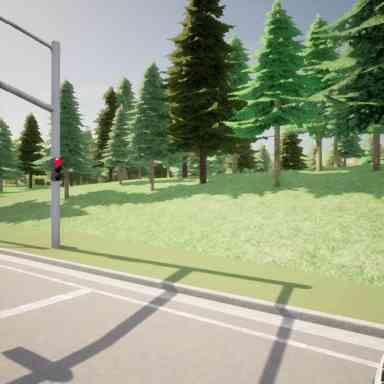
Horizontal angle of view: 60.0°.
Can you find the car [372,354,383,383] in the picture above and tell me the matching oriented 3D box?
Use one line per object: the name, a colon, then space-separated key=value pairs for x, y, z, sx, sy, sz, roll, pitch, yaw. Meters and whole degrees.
car: x=3.381 y=1.352 z=1.583 sx=4.553 sy=1.767 sz=2.097 roll=0 pitch=0 yaw=35
